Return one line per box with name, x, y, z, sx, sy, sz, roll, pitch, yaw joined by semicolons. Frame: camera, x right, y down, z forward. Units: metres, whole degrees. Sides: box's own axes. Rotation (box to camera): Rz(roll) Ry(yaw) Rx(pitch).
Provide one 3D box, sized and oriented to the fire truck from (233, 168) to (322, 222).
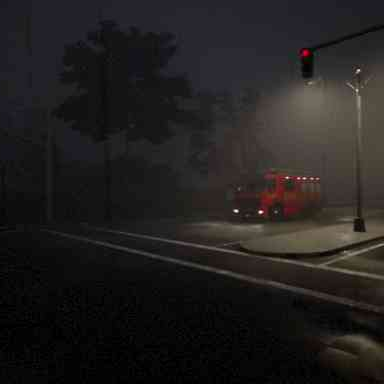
fire truck;6.951;0.184;26.180;8.468;3.827;2.891;-1;0;-43
